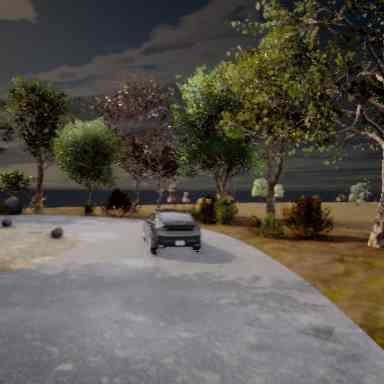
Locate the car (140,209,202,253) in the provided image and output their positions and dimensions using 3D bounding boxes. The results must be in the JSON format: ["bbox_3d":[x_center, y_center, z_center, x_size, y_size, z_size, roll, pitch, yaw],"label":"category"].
[{"bbox_3d":[-0.941,1.450,13.537,1.837,1.490,4.892,1,0,-13],"label":"car"}]
